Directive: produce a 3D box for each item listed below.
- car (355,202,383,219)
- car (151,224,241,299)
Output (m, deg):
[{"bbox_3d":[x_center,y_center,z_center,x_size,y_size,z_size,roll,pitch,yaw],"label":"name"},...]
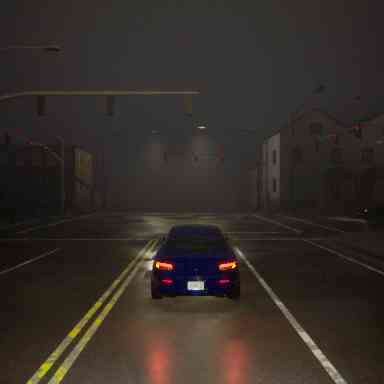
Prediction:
[{"bbox_3d":[16.305,1.526,28.033,4.674,1.442,1.812,0,0,-1],"label":"car"},{"bbox_3d":[0.086,1.526,8.304,1.812,1.442,4.674,0,0,0],"label":"car"}]
